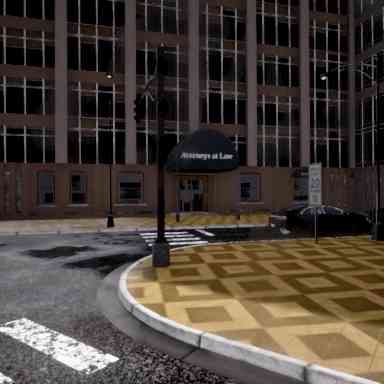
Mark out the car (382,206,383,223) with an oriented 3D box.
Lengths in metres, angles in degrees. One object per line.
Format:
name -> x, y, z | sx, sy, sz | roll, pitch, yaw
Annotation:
car -> 13.088, 1.320, 20.567 | 5.357, 1.411, 2.033 | 0, 0, -14

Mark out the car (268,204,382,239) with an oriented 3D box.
car -> 6.075, 1.309, 15.896 | 4.902, 1.511, 2.128 | 0, 0, -14
